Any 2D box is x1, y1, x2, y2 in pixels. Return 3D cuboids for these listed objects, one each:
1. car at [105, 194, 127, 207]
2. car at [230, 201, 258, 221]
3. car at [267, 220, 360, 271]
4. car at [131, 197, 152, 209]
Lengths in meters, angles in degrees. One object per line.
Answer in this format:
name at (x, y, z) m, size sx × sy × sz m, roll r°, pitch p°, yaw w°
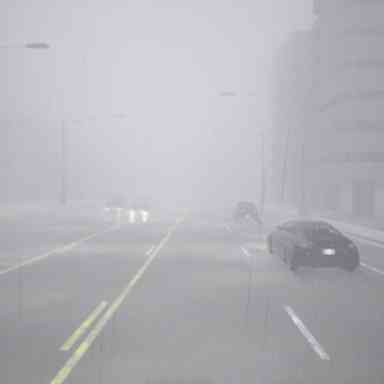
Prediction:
car at (-9.497, 1.058, 42.148) m, size 1.837 × 1.490 × 4.892 m, roll 1°, pitch 2°, yaw 2°
car at (4.276, 1.512, 27.438) m, size 1.837 × 1.490 × 4.892 m, roll 1°, pitch 1°, yaw 2°
car at (3.830, 1.622, 11.163) m, size 1.994 × 1.385 × 4.181 m, roll 1°, pitch 0°, yaw 2°
car at (-6.065, 1.252, 39.954) m, size 1.895 × 1.301 × 4.718 m, roll 1°, pitch 2°, yaw 2°
